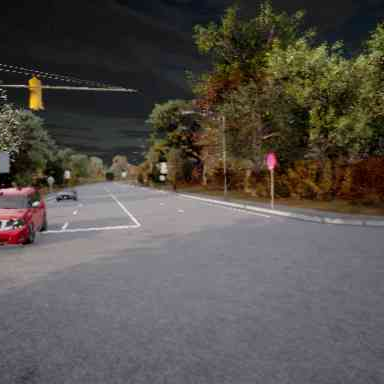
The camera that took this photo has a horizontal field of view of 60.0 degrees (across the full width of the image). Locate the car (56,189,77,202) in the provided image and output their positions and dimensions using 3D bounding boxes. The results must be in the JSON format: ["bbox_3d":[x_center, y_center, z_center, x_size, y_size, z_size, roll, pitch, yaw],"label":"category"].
[{"bbox_3d":[-14.102,0.317,37.578,1.994,1.385,4.181,-2,3,-16],"label":"car"}]

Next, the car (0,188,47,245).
[{"bbox_3d":[-7.287,0.943,13.341,2.150,2.045,5.566,-2,4,-16],"label":"car"}]
